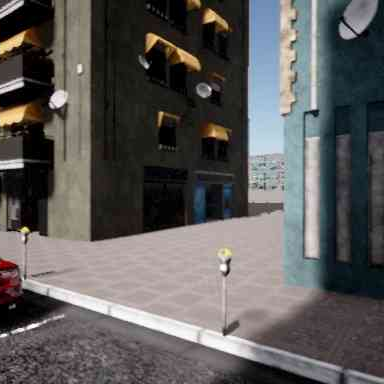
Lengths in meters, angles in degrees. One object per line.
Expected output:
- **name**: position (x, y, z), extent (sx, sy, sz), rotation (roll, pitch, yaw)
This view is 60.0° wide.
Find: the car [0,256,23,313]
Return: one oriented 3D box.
- **car**: position (-5.114, 1.582, 6.507), extent (4.507, 1.381, 1.887), rotation (0, 0, 35)
